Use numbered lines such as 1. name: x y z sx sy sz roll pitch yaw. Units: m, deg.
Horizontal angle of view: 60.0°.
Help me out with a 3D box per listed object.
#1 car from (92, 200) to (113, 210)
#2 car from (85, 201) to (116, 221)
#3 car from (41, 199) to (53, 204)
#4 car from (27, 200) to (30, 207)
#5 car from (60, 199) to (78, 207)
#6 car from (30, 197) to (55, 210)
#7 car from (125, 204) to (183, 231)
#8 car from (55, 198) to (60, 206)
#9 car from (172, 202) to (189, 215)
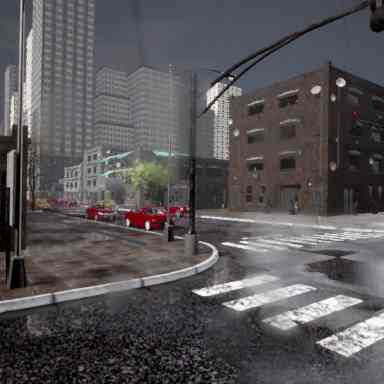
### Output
1. car: -14.175 2.038 52.563 1.752 1.417 4.829 1 -1 -35
2. car: -7.934 1.729 28.673 1.802 1.307 4.206 1 -1 -35
3. car: -37.373 2.402 85.609 1.752 1.417 4.829 1 -1 -35
4. car: -28.468 2.012 58.247 1.887 1.381 4.507 1 -1 -35
5. car: -24.590 2.114 67.334 1.967 1.590 4.097 1 -1 -35
6. car: -22.072 1.891 49.009 1.752 1.417 4.829 1 -1 -35
7. car: -2.774 1.615 21.298 1.887 1.381 4.507 1 -1 -35
8. car: -27.761 2.306 71.867 1.802 1.307 4.206 1 -1 -35
9. car: -1.485 1.761 34.527 1.967 1.590 4.097 1 -1 -35
